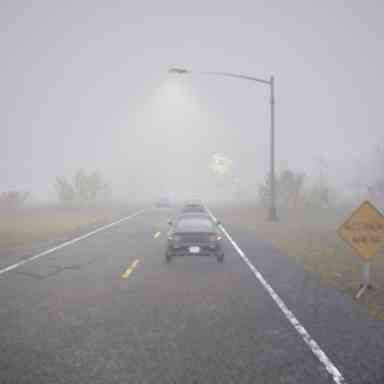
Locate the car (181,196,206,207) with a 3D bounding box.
[{"bbox_3d":[0.093,1.339,28.287,1.837,1.490,4.892,0,0,0],"label":"car"}]

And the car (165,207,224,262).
[{"bbox_3d":[0.084,1.458,11.728,1.812,1.442,4.674,0,0,0],"label":"car"}]

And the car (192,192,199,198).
[{"bbox_3d":[1.069,0.902,92.754,1.882,1.535,5.008,0,0,0],"label":"car"}]

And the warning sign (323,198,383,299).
[{"bbox_3d":[3.538,1.076,6.760,1.300,1.860,1.060,-1,-1,0],"label":"warning sign"}]

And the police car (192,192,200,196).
[{"bbox_3d":[1.067,0.914,82.863,1.930,1.638,5.238,0,0,0],"label":"police car"}]

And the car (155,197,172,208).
[{"bbox_3d":[-3.586,1.295,42.568,2.033,1.411,5.357,0,0,0],"label":"car"}]
